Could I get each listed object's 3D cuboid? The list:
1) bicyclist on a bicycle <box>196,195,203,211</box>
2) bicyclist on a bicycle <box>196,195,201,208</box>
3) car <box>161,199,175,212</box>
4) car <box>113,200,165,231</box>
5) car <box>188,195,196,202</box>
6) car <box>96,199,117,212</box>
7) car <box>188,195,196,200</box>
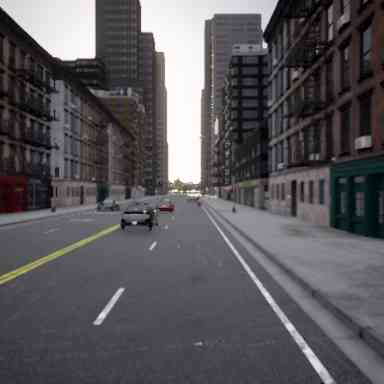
[{"bbox_3d":[0.897,1.436,38.884,0.866,1.612,1.509,0,0,0],"label":"bicyclist on a bicycle"},{"bbox_3d":[0.908,1.371,47.351,0.659,1.776,1.843,0,0,0],"label":"bicyclist on a bicycle"},{"bbox_3d":[-3.139,1.564,39.387,1.994,1.385,4.181,0,0,0],"label":"car"},{"bbox_3d":[-3.143,1.491,20.640,2.128,1.511,4.902,0,0,0],"label":"car"},{"bbox_3d":[0.023,1.547,75.510,2.033,1.411,5.357,0,0,0],"label":"car"},{"bbox_3d":[-9.816,1.527,39.286,1.812,1.442,4.674,0,0,0],"label":"car"},{"bbox_3d":[0.026,1.543,90.898,1.994,1.385,4.181,0,0,0],"label":"car"}]
